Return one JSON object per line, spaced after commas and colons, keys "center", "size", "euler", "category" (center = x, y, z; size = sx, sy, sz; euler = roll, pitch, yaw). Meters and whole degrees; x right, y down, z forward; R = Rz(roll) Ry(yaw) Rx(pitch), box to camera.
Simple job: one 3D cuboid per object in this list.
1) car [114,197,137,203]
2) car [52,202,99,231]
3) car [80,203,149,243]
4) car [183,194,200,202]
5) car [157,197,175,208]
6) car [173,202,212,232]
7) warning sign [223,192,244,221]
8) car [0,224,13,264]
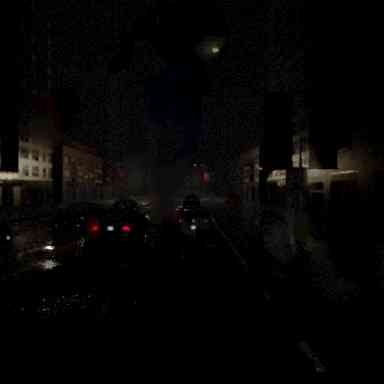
{"center": [-6.643, 1.273, 33.499], "size": [2.128, 1.511, 4.902], "euler": [0, 1, 0], "category": "car"}
{"center": [-6.632, 1.351, 19.973], "size": [1.882, 1.535, 5.008], "euler": [0, 0, 0], "category": "car"}
{"center": [-3.175, 1.452, 15.421], "size": [2.033, 1.411, 5.357], "euler": [0, 0, 0], "category": "car"}
{"center": [-0.040, 1.070, 43.796], "size": [2.097, 1.767, 4.553], "euler": [0, 0, 0], "category": "car"}
{"center": [-3.306, 1.294, 42.006], "size": [1.994, 1.385, 4.181], "euler": [0, 0, 0], "category": "car"}
{"center": [0.068, 1.481, 19.072], "size": [1.895, 1.301, 4.718], "euler": [0, 0, 0], "category": "car"}
{"center": [2.814, 0.971, 22.650], "size": [1.300, 1.860, 1.060], "euler": [0, 1, 0], "category": "warning sign"}
{"center": [-6.604, 1.442, 8.642], "size": [2.128, 1.511, 4.902], "euler": [0, 0, 0], "category": "car"}
